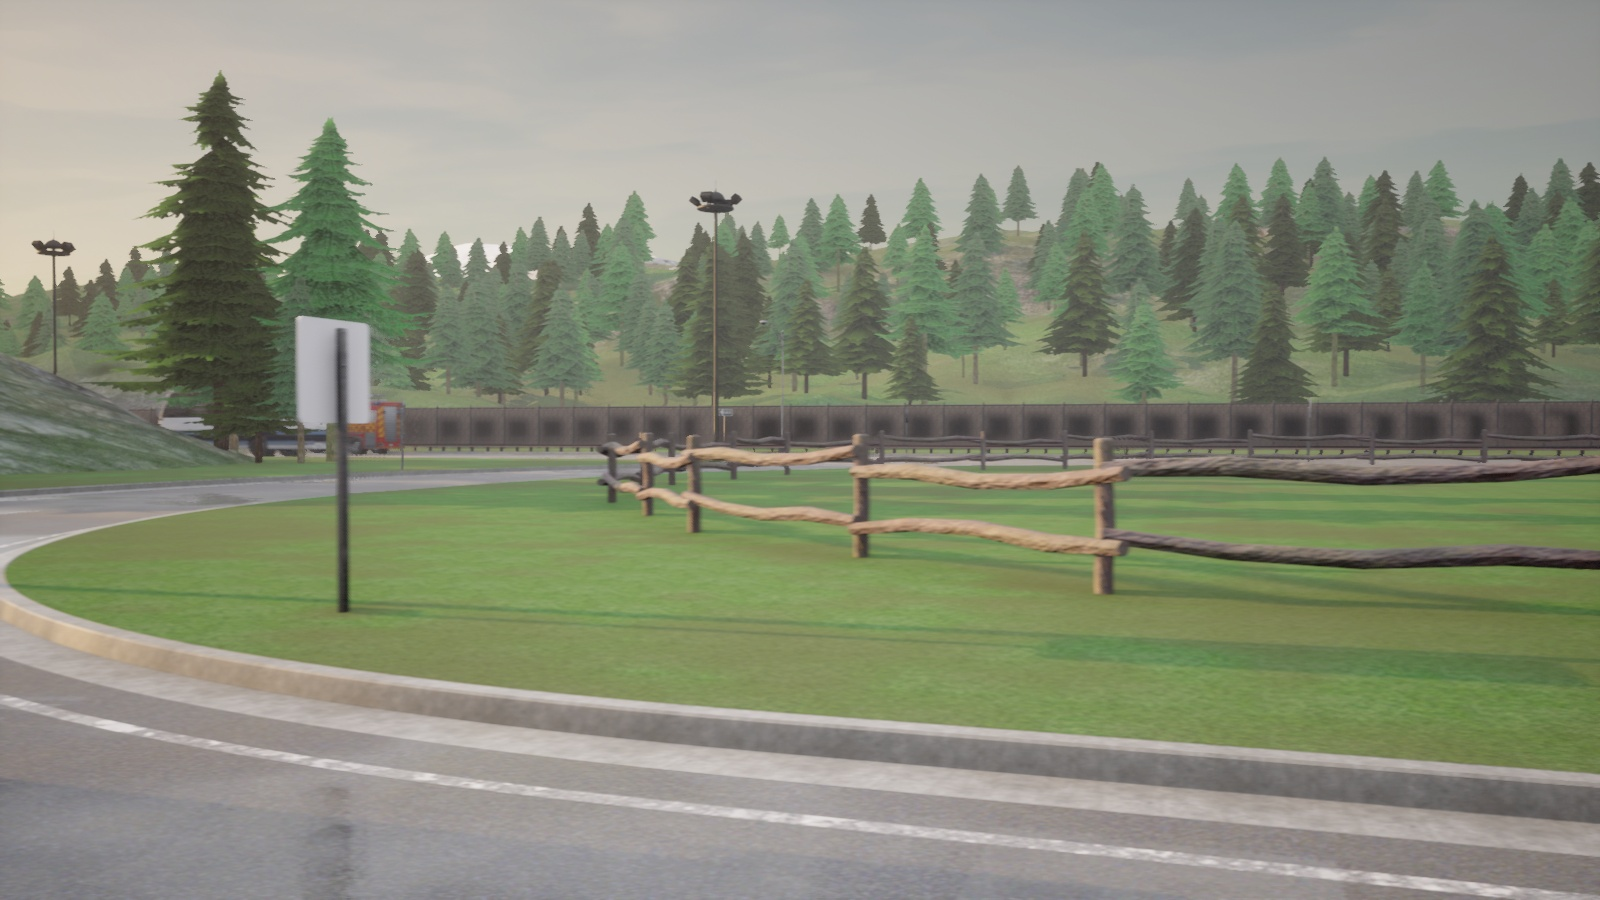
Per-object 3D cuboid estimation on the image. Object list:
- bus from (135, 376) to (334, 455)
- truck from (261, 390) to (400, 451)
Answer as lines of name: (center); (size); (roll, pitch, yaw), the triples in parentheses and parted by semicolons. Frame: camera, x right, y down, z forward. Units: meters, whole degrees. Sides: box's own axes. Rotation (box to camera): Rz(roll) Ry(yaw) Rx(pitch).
bus: (-31.747, -1.932, 70.552); (10.273, 4.253, 3.944); (1, 1, 18)
truck: (-30.366, -1.890, 81.161); (8.468, 3.827, 2.891); (1, 1, 18)
